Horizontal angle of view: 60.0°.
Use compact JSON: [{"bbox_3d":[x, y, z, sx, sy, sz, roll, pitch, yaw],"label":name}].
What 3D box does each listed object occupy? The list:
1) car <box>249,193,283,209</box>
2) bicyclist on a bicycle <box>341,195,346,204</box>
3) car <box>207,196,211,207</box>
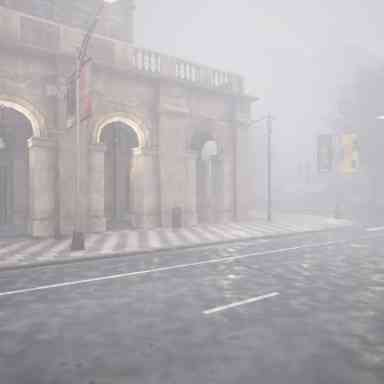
[{"bbox_3d":[9.772,1.223,45.460,2.150,2.045,5.566,0,0,-36],"label":"car"},{"bbox_3d":[25.798,1.300,56.543,1.656,1.620,0.582,0,0,-36],"label":"bicyclist on a bicycle"},{"bbox_3d":[1.169,1.595,46.040,1.895,1.301,4.718,0,0,-36],"label":"car"}]
